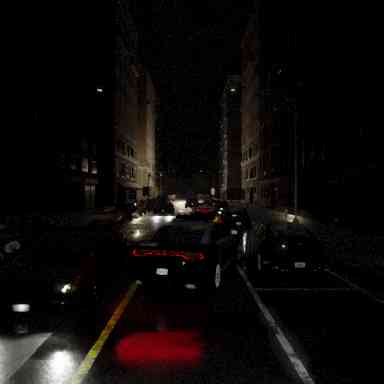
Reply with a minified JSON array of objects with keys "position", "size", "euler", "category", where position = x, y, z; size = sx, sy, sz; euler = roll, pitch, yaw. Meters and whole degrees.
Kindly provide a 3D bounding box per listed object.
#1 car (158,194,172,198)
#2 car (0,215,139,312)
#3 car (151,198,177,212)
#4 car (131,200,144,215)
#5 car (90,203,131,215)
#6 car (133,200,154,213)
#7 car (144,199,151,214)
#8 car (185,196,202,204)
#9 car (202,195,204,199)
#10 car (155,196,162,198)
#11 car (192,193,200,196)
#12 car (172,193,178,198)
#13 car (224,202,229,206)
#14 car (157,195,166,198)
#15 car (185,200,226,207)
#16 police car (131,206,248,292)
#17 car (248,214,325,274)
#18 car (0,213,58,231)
[{"position":[-5.343,1.297,59.044],"size":[2.192,1.841,5.009],"euler":[0,0,0],"category":"car"},{"position":[-2.845,1.547,8.206],"size":[2.033,1.411,5.357],"euler":[0,0,0],"category":"car"},{"position":[-2.723,1.561,33.031],"size":[1.994,1.385,4.181],"euler":[0,0,0],"category":"car"},{"position":[-5.369,1.564,26.568],"size":[1.947,1.339,4.313],"euler":[0,0,0],"category":"car"},{"position":[-5.373,1.524,20.985],"size":[1.752,1.417,4.829],"euler":[0,0,0],"category":"car"},{"position":[-5.360,1.578,37.393],"size":[1.802,1.307,4.206],"euler":[0,0,0],"category":"car"},{"position":[-5.364,1.522,31.810],"size":[1.752,1.417,4.829],"euler":[0,0,0],"category":"car"},{"position":[0.041,1.556,45.547],"size":[1.994,1.385,4.181],"euler":[0,0,0],"category":"car"},{"position":[2.674,1.515,48.374],"size":[1.752,1.417,4.829],"euler":[0,0,0],"category":"car"},{"position":[-5.356,1.544,42.806],"size":[2.008,1.369,4.403],"euler":[0,0,0],"category":"car"},{"position":[0.045,1.459,59.390],"size":[1.882,1.535,5.008],"euler":[0,0,0],"category":"car"},{"position":[-5.323,1.513,85.508],"size":[2.008,1.369,4.403],"euler":[0,0,0],"category":"car"},{"position":[2.652,1.549,21.140],"size":[2.008,1.369,4.403],"euler":[0,0,0],"category":"car"},{"position":[-5.351,1.541,48.219],"size":[2.008,1.369,4.403],"euler":[0,0,0],"category":"car"},{"position":[0.732,1.454,19.055],"size":[1.801,1.575,5.366],"euler":[0,0,2],"category":"car"},{"position":[0.147,1.424,9.278],"size":[1.930,1.638,5.238],"euler":[0,0,17],"category":"police car"},{"position":[2.644,1.550,10.314],"size":[2.008,1.369,4.403],"euler":[0,0,0],"category":"car"},{"position":[-5.381,1.440,10.330],"size":[1.967,1.590,4.097],"euler":[0,0,0],"category":"car"}]
